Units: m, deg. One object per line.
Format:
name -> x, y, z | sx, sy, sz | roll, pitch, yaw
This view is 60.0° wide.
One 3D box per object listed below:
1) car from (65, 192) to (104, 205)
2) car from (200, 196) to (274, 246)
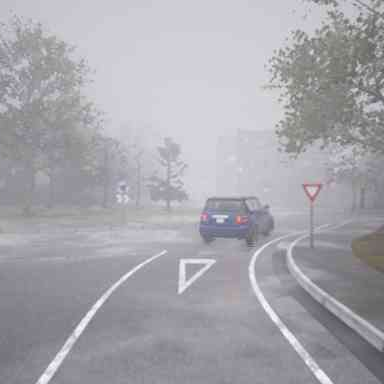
car -> -16.388, 1.038, 50.870 | 5.566, 2.045, 2.150 | 0, 0, -15
car -> 2.198, 1.174, 15.293 | 2.150, 2.045, 5.566 | 0, 0, 24
